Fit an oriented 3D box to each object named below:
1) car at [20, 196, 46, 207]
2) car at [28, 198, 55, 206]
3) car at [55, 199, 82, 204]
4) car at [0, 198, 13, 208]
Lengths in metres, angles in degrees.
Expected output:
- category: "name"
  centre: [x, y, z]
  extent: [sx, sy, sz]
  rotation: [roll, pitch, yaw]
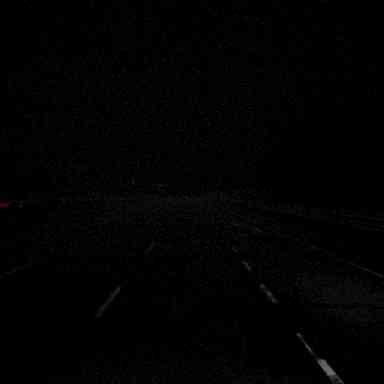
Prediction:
- category: "car"
  centre: [-24.573, 1.699, 52.039]
  extent: [2.150, 2.045, 5.566]
  rotation: [0, 0, 1]
- category: "car"
  centre: [-21.091, 1.994, 48.315]
  extent: [2.033, 1.411, 5.357]
  rotation: [0, 0, 1]
- category: "car"
  centre: [-17.603, 1.800, 48.436]
  extent: [2.097, 1.767, 4.553]
  rotation: [0, 0, 0]
- category: "car"
  centre: [-28.087, 1.798, 48.374]
  extent: [2.097, 1.767, 4.553]
  rotation: [0, 0, 1]
